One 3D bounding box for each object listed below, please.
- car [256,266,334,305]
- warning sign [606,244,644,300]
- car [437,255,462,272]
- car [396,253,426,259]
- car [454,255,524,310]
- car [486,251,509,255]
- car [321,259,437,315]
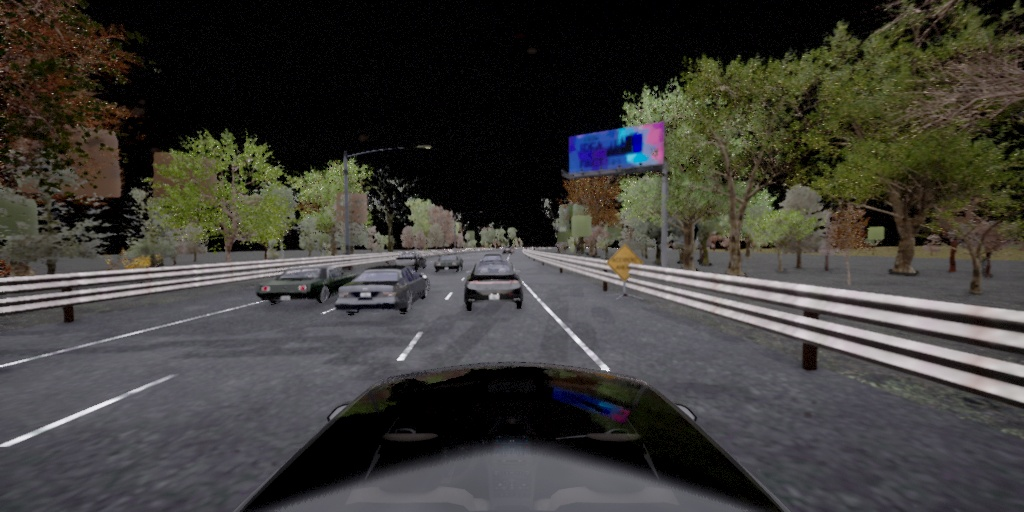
[{"bbox_3d":[-7.738,1.055,14.266,1.895,1.301,4.718,-1,2,-3],"label":"car"},{"bbox_3d":[3.885,0.509,12.400,1.300,1.860,1.060,0,0,-4],"label":"warning sign"},{"bbox_3d":[-5.042,0.582,29.390,1.895,1.301,4.718,-1,2,-2],"label":"car"},{"bbox_3d":[-8.589,0.472,30.629,2.128,1.511,4.902,-1,2,-2],"label":"car"},{"bbox_3d":[-0.651,0.917,12.854,2.128,1.511,4.902,-1,2,-3],"label":"car"},{"bbox_3d":[-1.467,0.554,27.293,2.033,1.411,5.357,-1,2,-2],"label":"car"},{"bbox_3d":[-4.124,1.025,12.256,2.033,1.411,5.357,-1,2,-3],"label":"car"}]
